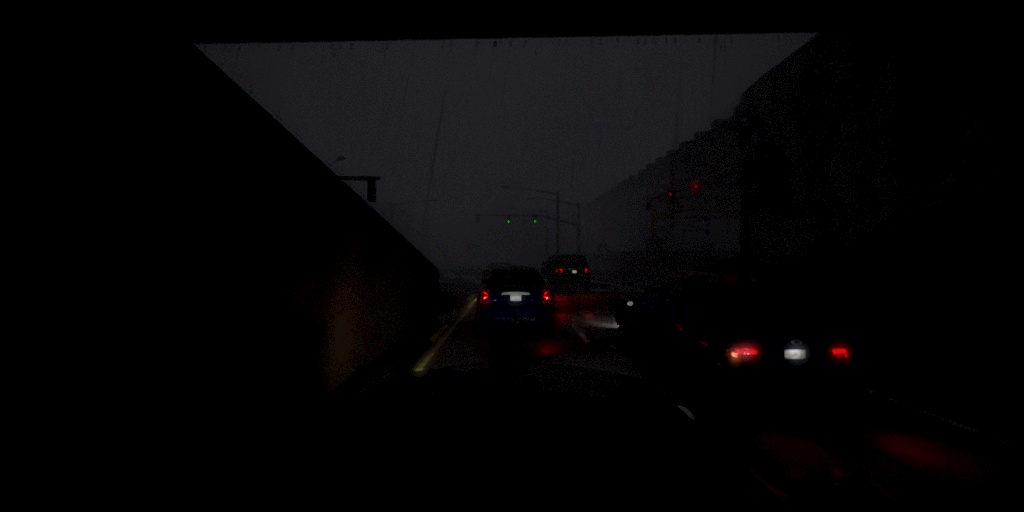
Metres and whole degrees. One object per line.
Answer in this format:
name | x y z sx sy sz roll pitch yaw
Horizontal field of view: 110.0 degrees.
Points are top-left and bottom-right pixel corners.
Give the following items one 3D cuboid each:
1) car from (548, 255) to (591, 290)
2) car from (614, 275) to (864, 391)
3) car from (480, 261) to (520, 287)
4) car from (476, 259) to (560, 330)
car | 3.166 0.938 22.197 2.150 2.045 5.566 0 0 -5
car | 3.601 1.289 7.071 2.033 1.411 5.357 0 0 0
car | -0.956 1.187 25.475 1.882 1.535 5.008 0 0 -13
car | 0.094 1.086 11.235 2.097 1.767 4.553 0 0 0
